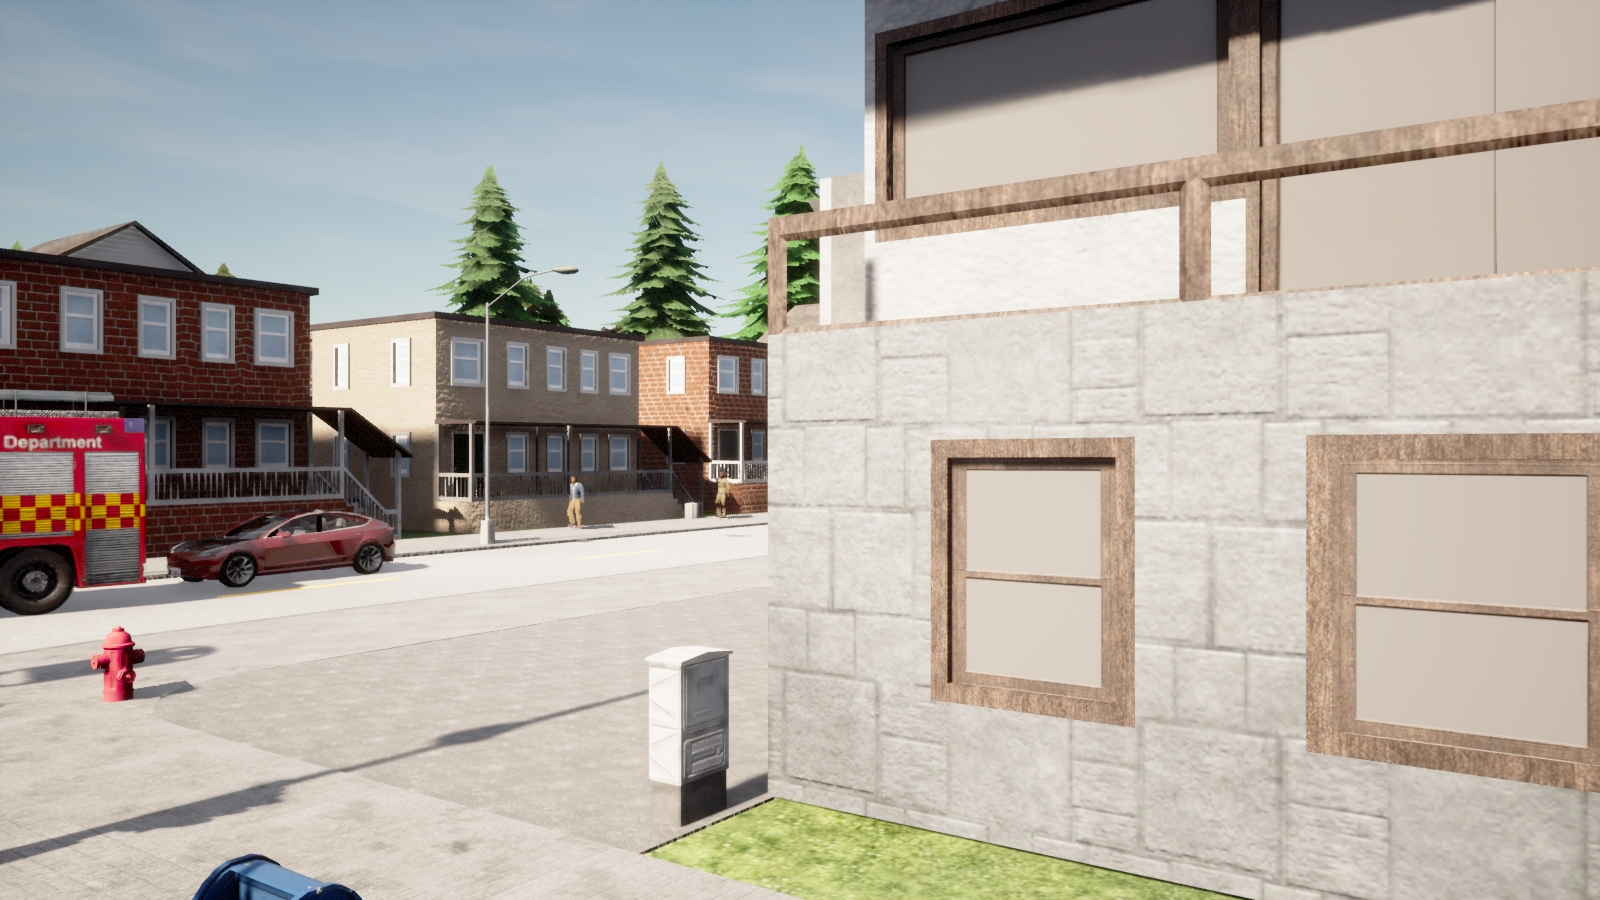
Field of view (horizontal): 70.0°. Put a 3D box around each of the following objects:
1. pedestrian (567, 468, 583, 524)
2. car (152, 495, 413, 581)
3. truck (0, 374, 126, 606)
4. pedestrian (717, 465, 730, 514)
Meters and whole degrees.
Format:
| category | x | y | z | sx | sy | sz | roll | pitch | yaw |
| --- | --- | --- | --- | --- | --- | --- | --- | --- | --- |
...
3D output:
| category | x | y | z | sx | sy | sz | roll | pitch | yaw |
| --- | --- | --- | --- | --- | --- | --- | --- | --- | --- |
| pedestrian | -7.535 | 1.524 | 38.329 | 0.375 | 1.860 | 0.375 | 0 | 0 | 35 |
| car | -11.213 | 1.843 | 25.113 | 2.163 | 1.488 | 4.792 | 0 | 0 | 35 |
| truck | -15.877 | 0.669 | 18.118 | 2.891 | 3.827 | 8.468 | 0 | 0 | 44 |
| pedestrian | -2.971 | 1.524 | 44.311 | 0.375 | 1.860 | 0.375 | 0 | 0 | 32 |
